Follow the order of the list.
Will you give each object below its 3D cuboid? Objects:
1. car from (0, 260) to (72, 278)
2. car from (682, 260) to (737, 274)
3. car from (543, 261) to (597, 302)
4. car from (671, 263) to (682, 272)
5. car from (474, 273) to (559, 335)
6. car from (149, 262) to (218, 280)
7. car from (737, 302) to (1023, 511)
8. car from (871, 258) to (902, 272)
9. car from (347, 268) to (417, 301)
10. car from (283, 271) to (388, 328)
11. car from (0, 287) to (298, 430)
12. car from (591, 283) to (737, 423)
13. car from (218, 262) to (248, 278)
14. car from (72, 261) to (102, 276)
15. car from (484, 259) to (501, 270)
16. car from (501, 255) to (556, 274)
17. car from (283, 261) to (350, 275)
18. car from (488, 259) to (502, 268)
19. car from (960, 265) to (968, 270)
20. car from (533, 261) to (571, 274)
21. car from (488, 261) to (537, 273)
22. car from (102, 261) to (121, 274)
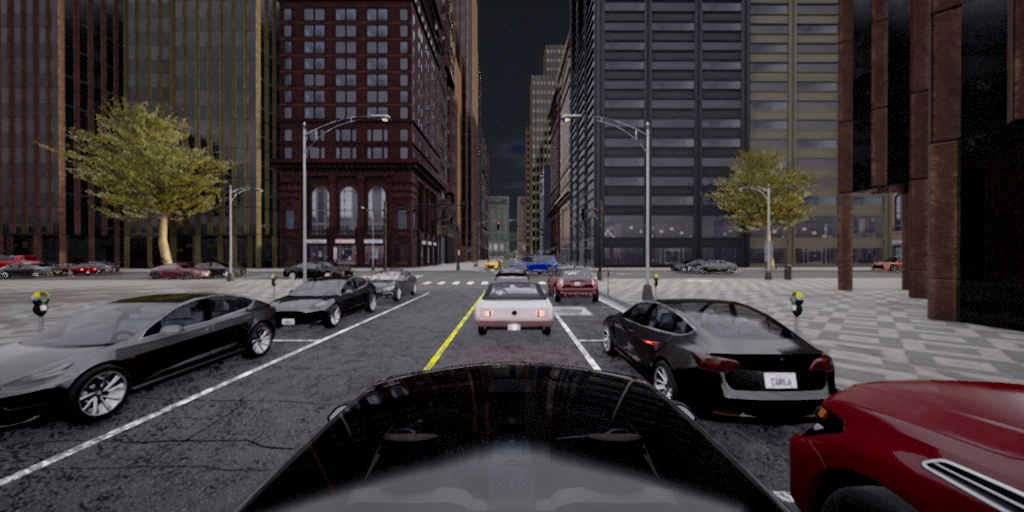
[{"bbox_3d":[-46.954,1.391,35.136,4.892,1.490,1.837,-1,0,0],"label":"car"},{"bbox_3d":[21.551,1.181,38.650,4.902,1.511,2.128,0,0,0],"label":"car"},{"bbox_3d":[2.772,1.189,17.036,1.967,1.591,4.097,0,0,0],"label":"car"},{"bbox_3d":[21.157,1.179,41.899,4.892,1.490,1.837,0,0,0],"label":"car"},{"bbox_3d":[0.070,1.350,10.469,1.895,1.301,4.718,0,0,0],"label":"car"},{"bbox_3d":[-29.470,1.376,31.866,4.674,1.442,1.812,0,0,0],"label":"car"},{"bbox_3d":[2.763,1.065,0.127,2.192,1.841,5.009,0,0,0],"label":"car"},{"bbox_3d":[44.952,0.979,41.879,4.553,1.767,2.097,0,0,0],"label":"car"},{"bbox_3d":[-5.753,1.300,17.039,2.007,1.370,4.403,0,0,0],"label":"car"},{"bbox_3d":[-5.756,1.315,11.402,1.948,1.339,4.313,0,0,0],"label":"car"},{"bbox_3d":[-5.759,1.315,5.766,1.948,1.339,4.313,0,0,0],"label":"car"},{"bbox_3d":[2.766,1.315,5.764,1.948,1.339,4.313,0,0,0],"label":"car"},{"bbox_3d":[-28.685,1.337,35.116,4.892,1.490,1.837,0,0,0],"label":"car"},{"bbox_3d":[-47.732,1.471,38.485,4.718,1.301,1.895,0,0,0],"label":"car"},{"bbox_3d":[-3.024,1.243,53.524,1.882,1.535,5.008,0,0,0],"label":"car"},{"bbox_3d":[2.091,0.973,36.267,5.566,2.045,2.150,0,-1,-32],"label":"car"},{"bbox_3d":[-17.530,1.295,31.887,5.008,1.535,1.882,0,0,-1],"label":"car"},{"bbox_3d":[-3.028,1.267,64.543,2.128,1.511,4.902,0,0,0],"label":"car"},{"bbox_3d":[45.717,1.243,38.624,4.718,1.301,1.895,0,0,0],"label":"car"},{"bbox_3d":[4.657,1.287,41.868,4.181,1.385,1.994,-1,0,0],"label":"car"},{"bbox_3d":[0.011,1.241,19.679,2.128,1.511,4.902,0,0,0],"label":"car"},{"bbox_3d":[-48.578,1.349,41.717,4.902,1.511,2.128,0,0,1],"label":"car"}]
